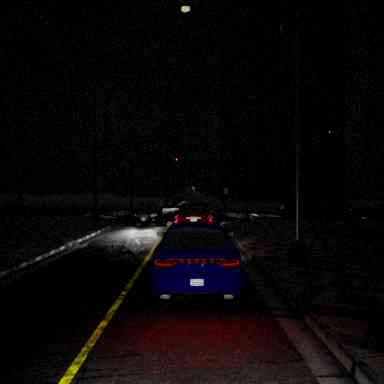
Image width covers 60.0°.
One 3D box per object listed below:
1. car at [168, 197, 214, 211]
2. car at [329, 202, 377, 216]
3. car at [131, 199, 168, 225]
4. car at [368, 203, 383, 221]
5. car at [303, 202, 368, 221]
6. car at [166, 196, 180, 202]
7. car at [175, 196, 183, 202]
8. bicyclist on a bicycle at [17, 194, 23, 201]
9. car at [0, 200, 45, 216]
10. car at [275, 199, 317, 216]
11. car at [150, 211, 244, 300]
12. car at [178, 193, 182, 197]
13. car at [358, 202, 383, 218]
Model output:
[{"bbox_3d":[0.108,1.351,17.615,2.097,1.767,4.553,0,0,1],"label":"car"},{"bbox_3d":[17.762,1.841,36.835,4.403,1.369,2.008,1,-1,0],"label":"car"},{"bbox_3d":[-3.117,1.489,23.806,2.128,1.511,4.902,0,0,0],"label":"car"},{"bbox_3d":[17.929,1.823,28.311,4.829,1.417,1.752,1,-1,0],"label":"car"},{"bbox_3d":[12.116,1.774,28.307,4.313,1.339,1.947,1,-1,0],"label":"car"},{"bbox_3d":[-3.138,1.488,48.743,2.128,1.511,4.902,0,0,-2],"label":"car"},{"bbox_3d":[-3.061,1.592,79.081,1.895,1.301,4.718,0,0,0],"label":"car"},{"bbox_3d":[-20.523,1.029,39.675,0.582,1.620,1.656,1,0,0],"label":"bicyclist on a bicycle"},{"bbox_3d":[-14.792,1.366,28.194,4.403,1.369,2.008,1,-1,0],"label":"car"},{"bbox_3d":[10.930,1.538,34.155,4.553,1.767,2.097,1,0,0],"label":"car"},{"bbox_3d":[0.095,1.477,8.461,1.882,1.535,5.008,0,0,0],"label":"car"},{"bbox_3d":[-3.099,1.505,63.869,1.837,1.490,4.892,0,0,1],"label":"car"},{"bbox_3d":[19.896,1.851,34.163,4.674,1.442,1.812,1,0,0],"label":"car"}]
